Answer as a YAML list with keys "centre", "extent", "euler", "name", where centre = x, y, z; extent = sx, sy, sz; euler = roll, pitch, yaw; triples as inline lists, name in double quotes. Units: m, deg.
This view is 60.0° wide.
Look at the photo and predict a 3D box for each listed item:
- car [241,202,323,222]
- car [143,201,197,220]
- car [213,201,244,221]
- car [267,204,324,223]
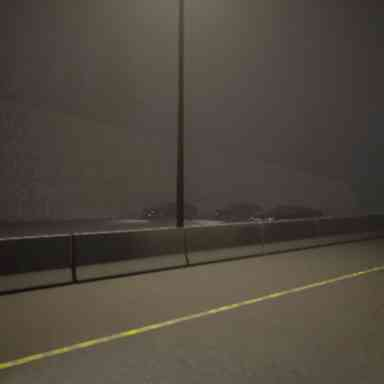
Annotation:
- centre: [5.787, 1.563, 20.947]
  extent: [4.902, 1.511, 2.128]
  euler: [0, 0, -35]
  name: "car"
- centre: [-1.832, 1.551, 28.424]
  extent: [4.892, 1.490, 1.837]
  euler: [0, 0, -35]
  name: "car"
- centre: [3.966, 1.583, 28.223]
  extent: [4.892, 1.490, 1.837]
  euler: [1, 0, -35]
  name: "car"
- centre: [8.477, 1.699, 27.110]
  extent: [4.718, 1.301, 1.895]
  euler: [0, 0, -35]
  name: "car"
